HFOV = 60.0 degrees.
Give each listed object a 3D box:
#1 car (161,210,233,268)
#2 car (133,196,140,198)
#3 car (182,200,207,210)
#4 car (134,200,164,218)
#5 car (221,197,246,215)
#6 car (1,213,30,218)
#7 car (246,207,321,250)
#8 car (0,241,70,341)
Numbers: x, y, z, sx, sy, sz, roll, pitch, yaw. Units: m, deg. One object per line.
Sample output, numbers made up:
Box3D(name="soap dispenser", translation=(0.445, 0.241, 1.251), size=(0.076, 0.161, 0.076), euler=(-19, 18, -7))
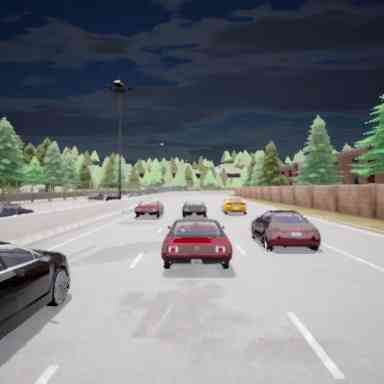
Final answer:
Box3D(name="car", translation=(0.131, 1.482, 10.771), size=(1.895, 1.301, 4.718), euler=(0, 1, 0))
Box3D(name="car", translation=(-10.324, 0.821, 60.570), size=(2.128, 1.511, 4.902), euler=(0, 1, 1))
Box3D(name="car", translation=(0.185, 1.307, 26.738), size=(1.895, 1.301, 4.718), euler=(0, 1, 0))
Box3D(name="car", translation=(-3.315, 1.304, 26.748), size=(1.895, 1.301, 4.718), euler=(0, 1, 0))
Box3D(name="car", translation=(3.696, 1.151, 30.015), size=(1.882, 1.535, 5.008), euler=(0, 1, 0))
Box3D(name="car", translation=(-10.544, 1.339, 18.071), size=(2.033, 1.411, 5.357), euler=(0, 1, 0))
Box3D(name="car", translation=(3.641, 1.417, 13.590), size=(1.994, 1.385, 4.181), euler=(0, 1, 0))
Box3D(name="car", translation=(-3.388, 1.436, 4.846), size=(2.128, 1.511, 4.902), euler=(0, 1, 0))
